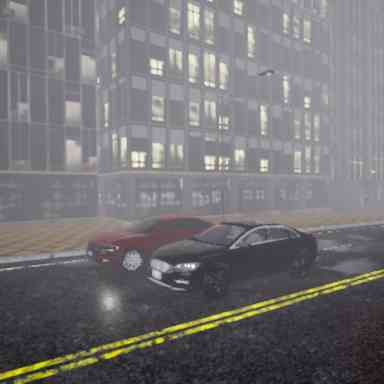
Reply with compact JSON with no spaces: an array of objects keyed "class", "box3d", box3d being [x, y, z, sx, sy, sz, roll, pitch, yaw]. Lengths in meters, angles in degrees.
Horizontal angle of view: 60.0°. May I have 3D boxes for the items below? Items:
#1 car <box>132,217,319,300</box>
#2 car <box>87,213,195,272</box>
[{"class":"car","box3d":[1.241,1.517,8.559,4.902,1.511,2.128,0,0,-35]},{"class":"car","box3d":[-0.889,1.501,11.032,5.008,1.535,1.882,0,0,-35]}]
